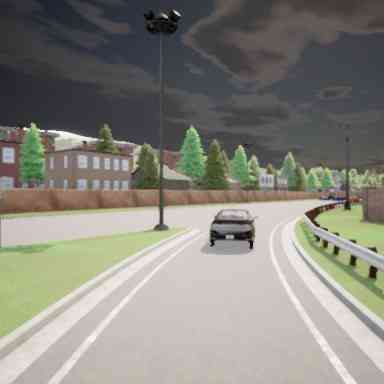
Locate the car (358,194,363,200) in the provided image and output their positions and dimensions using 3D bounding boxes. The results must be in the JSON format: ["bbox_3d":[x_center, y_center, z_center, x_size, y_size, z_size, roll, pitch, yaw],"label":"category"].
[{"bbox_3d":[44.094,1.789,83.786,1.895,1.301,4.718,0,0,38],"label":"car"}]

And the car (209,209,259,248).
[{"bbox_3d":[1.958,1.516,15.155,2.128,1.511,4.902,0,0,12],"label":"car"}]

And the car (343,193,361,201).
[{"bbox_3d":[41.288,1.547,85.878,2.097,1.767,4.553,0,0,38],"label":"car"}]
